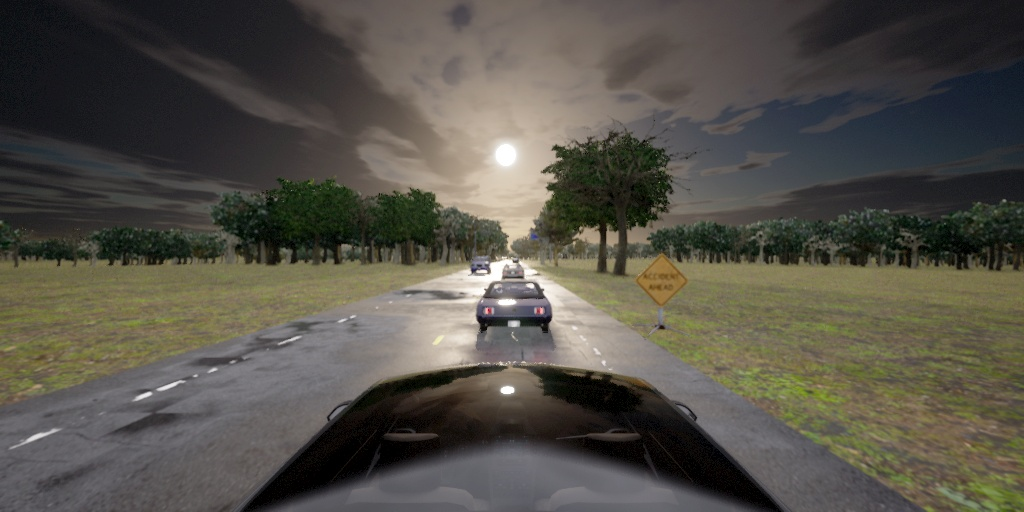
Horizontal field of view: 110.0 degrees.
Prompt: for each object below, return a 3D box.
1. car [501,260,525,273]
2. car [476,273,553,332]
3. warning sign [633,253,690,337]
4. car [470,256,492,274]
[{"bbox_3d":[0.080,1.323,29.419,2.033,1.411,5.357,0,0,0],"label":"car"},{"bbox_3d":[0.066,1.355,10.870,1.895,1.301,4.718,0,0,0],"label":"car"},{"bbox_3d":[3.548,0.868,8.592,1.300,1.860,1.060,0,0,0],"label":"warning sign"},{"bbox_3d":[-3.602,1.029,42.363,2.150,2.045,5.566,0,0,0],"label":"car"}]
